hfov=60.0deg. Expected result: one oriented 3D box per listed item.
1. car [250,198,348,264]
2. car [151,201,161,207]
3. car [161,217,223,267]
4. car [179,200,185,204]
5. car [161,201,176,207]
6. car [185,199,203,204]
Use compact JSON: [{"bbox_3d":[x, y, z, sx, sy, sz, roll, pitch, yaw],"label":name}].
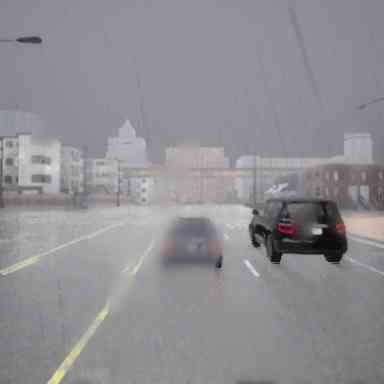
[{"bbox_3d":[3.527,1.226,12.020,2.150,2.045,5.566,0,-1,0],"label":"car"},{"bbox_3d":[-8.194,2.803,79.220,1.812,1.442,4.674,0,-1,11],"label":"car"},{"bbox_3d":[0.020,1.553,11.346,2.033,1.411,5.357,0,0,0],"label":"car"},{"bbox_3d":[-1.711,2.876,93.496,1.812,1.442,4.674,-1,-2,36],"label":"car"},{"bbox_3d":[-5.031,2.708,77.038,1.882,1.535,5.008,0,-1,8],"label":"car"},{"bbox_3d":[1.081,2.674,91.391,2.097,1.767,4.553,-1,-2,36],"label":"car"}]
